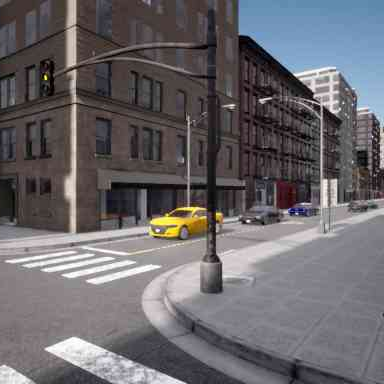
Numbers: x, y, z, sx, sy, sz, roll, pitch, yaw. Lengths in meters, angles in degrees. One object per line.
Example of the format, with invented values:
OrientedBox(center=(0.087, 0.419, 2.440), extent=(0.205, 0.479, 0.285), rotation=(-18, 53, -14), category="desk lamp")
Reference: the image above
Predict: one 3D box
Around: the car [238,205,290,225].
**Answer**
OrientedBox(center=(5.551, 1.704, 25.932), extent=(2.033, 1.411, 5.357), rotation=(0, 0, 35), category="car")

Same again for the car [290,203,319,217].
OrientedBox(center=(11.535, 1.815, 34.314), extent=(1.895, 1.301, 4.718), rotation=(0, 0, 36), category="car")

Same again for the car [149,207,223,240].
OrientedBox(center=(-0.188, 1.575, 17.872), extent=(1.882, 1.535, 5.008), rotation=(0, 0, 35), category="car")

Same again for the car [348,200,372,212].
OrientedBox(center=(21.812, 1.780, 43.668), extent=(2.128, 1.511, 4.902), rotation=(0, 0, 35), category="car")

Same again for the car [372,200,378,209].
OrientedBox(center=(27.777, 1.904, 52.043), extent=(1.994, 1.385, 4.181), rotation=(0, 0, 35), category="car")
